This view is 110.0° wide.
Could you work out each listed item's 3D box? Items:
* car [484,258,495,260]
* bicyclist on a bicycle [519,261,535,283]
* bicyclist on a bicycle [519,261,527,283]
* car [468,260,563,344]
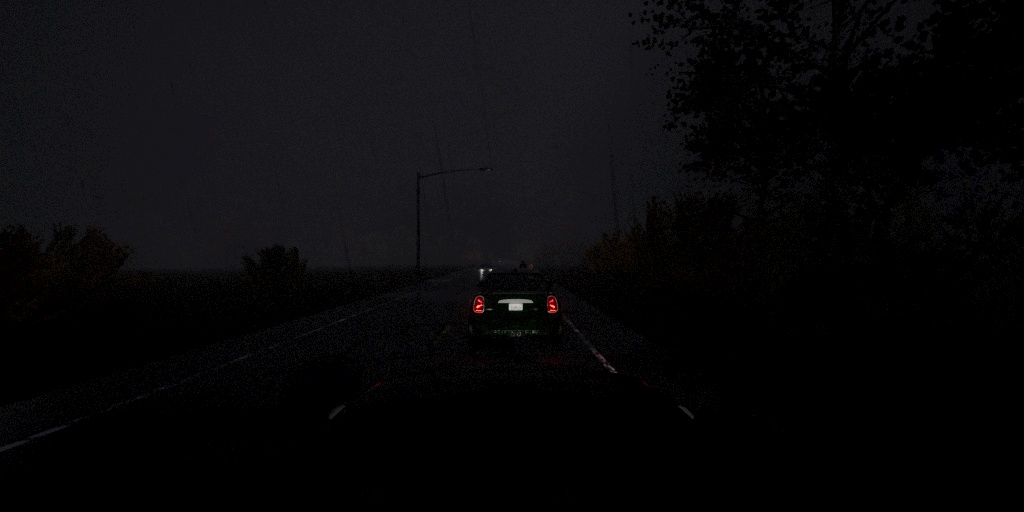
[{"bbox_3d":[-4.034,1.260,57.159,1.812,1.442,4.674,0,0,-1],"label":"car"},{"bbox_3d":[0.901,1.180,17.071,0.866,1.612,1.509,0,0,0],"label":"bicyclist on a bicycle"},{"bbox_3d":[0.836,1.193,27.188,0.582,1.620,1.656,0,0,0],"label":"bicyclist on a bicycle"},{"bbox_3d":[0.071,1.099,9.727,2.097,1.767,4.553,0,0,0],"label":"car"}]
